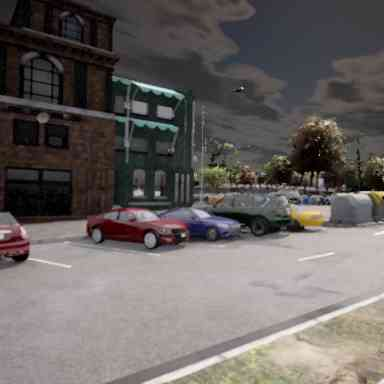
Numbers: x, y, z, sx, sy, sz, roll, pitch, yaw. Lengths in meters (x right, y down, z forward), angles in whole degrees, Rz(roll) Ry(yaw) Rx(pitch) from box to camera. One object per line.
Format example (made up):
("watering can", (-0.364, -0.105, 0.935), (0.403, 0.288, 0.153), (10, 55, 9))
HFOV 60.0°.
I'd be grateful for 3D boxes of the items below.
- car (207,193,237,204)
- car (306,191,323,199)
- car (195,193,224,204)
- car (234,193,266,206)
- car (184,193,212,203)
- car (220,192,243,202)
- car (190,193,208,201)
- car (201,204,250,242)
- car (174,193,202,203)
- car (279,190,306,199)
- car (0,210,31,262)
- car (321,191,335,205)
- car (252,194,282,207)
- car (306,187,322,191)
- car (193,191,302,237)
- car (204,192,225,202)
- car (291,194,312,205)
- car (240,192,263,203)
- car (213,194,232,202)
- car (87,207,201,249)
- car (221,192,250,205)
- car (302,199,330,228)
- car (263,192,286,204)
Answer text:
("car", (4.548, 0.967, 49.316), (1.946, 1.575, 5.366), (0, -1, 35))
("car", (20.804, 1.268, 55.356), (2.185, 1.767, 4.553), (1, -1, 35))
("car", (2.768, 0.969, 51.590), (2.231, 1.521, 4.892), (0, -1, 36))
("car", (7.808, 0.968, 44.289), (2.231, 1.521, 4.892), (0, -1, 35))
("car", (1.072, 0.998, 54.003), (2.163, 1.488, 4.792), (1, 0, 35))
("car", (8.737, 1.142, 72.715), (2.435, 2.045, 5.566), (1, -1, 35))
("car", (1.863, 1.268, 82.659), (2.185, 1.767, 4.553), (1, -2, 35))
("car", (0.093, 1.456, 15.972), (4.674, 1.452, 2.002), (-1, -1, 35))
("car", (-0.591, 0.969, 56.459), (2.097, 1.535, 5.008), (0, -1, 36))
("car", (11.169, 0.715, 39.400), (2.435, 2.045, 5.566), (1, 0, 35))
("car", (-7.279, 1.339, 10.732), (4.553, 1.767, 2.185), (-1, 0, 35))
("car", (22.482, 1.265, 52.822), (2.185, 1.767, 4.553), (1, -2, 35))
("car", (9.493, 1.007, 41.859), (2.002, 1.452, 4.674), (1, 0, 35))
("car", (23.915, -0.206, 62.827), (2.033, 1.411, 5.357), (2, 3, -34))
("car", (2.528, 1.141, 17.722), (5.566, 2.045, 2.435), (-1, 0, 35))
("car", (5.339, 1.144, 77.736), (2.435, 2.045, 5.566), (1, -2, 35))
("car", (19.078, 1.268, 57.843), (2.185, 1.767, 4.553), (1, -1, 35))
("car", (12.215, 1.143, 67.791), (2.435, 2.045, 5.566), (1, -2, 35))
("car", (6.928, 1.385, 75.066), (1.946, 1.575, 5.366), (1, -1, 35))
("car", (-2.382, 1.434, 14.231), (5.008, 1.535, 2.097), (-1, -1, 35))
("car", (6.111, 0.842, 46.704), (2.185, 1.767, 4.553), (0, -1, 35))
("car", (4.875, 1.361, 19.558), (5.366, 1.575, 1.946), (-1, 0, 35))
("car", (15.619, 1.141, 62.768), (2.435, 2.045, 5.566), (1, -1, 35))
